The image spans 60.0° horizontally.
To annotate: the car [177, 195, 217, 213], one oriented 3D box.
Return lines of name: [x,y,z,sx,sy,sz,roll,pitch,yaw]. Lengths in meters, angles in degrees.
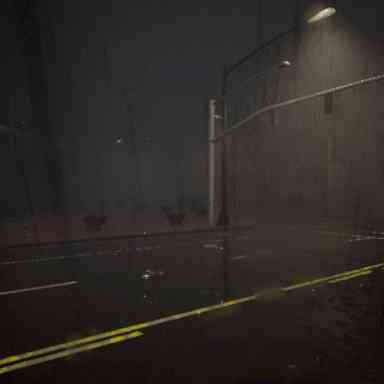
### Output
car: [0.472,1.318,37.749,2.150,2.045,5.566,1,-1,-35]
